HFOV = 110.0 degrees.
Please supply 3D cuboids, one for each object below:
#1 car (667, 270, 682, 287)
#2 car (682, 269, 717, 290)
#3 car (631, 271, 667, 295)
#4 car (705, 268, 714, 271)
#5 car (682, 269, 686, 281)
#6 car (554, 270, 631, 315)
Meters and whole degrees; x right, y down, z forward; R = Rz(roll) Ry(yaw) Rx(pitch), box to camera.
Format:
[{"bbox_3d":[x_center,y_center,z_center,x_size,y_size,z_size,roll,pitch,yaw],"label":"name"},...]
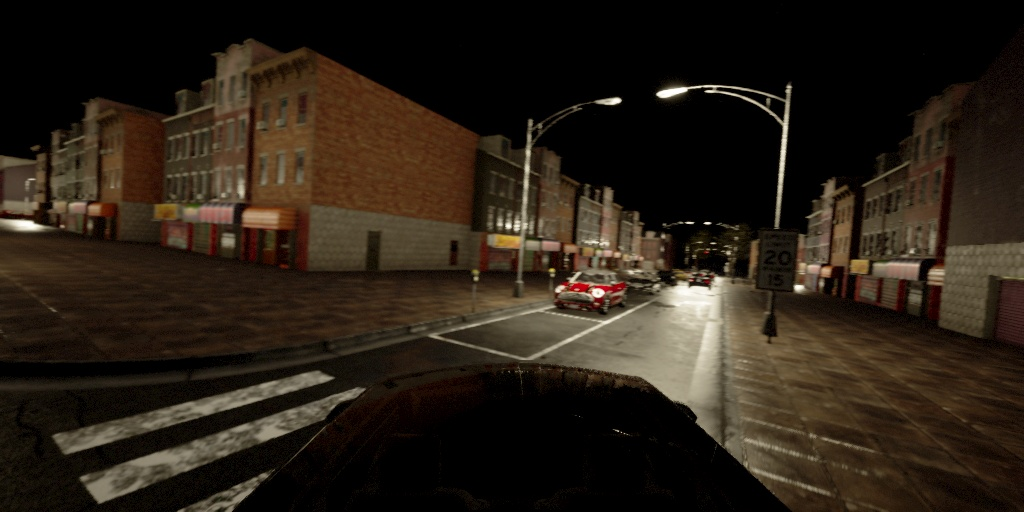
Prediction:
[{"bbox_3d":[14.156,2.040,33.037,1.948,1.339,4.313,0,0,30],"label":"car"},{"bbox_3d":[17.239,2.265,32.798,2.033,1.411,5.357,5,1,30],"label":"car"},{"bbox_3d":[8.658,1.705,23.636,2.007,1.370,4.403,0,0,30],"label":"car"},{"bbox_3d":[26.582,2.815,48.770,1.837,1.490,4.892,5,1,30],"label":"car"},{"bbox_3d":[19.566,2.338,42.289,1.751,1.417,4.829,0,0,30],"label":"car"},{"bbox_3d":[3.159,1.292,14.237,1.967,1.591,4.097,0,0,30],"label":"car"}]
